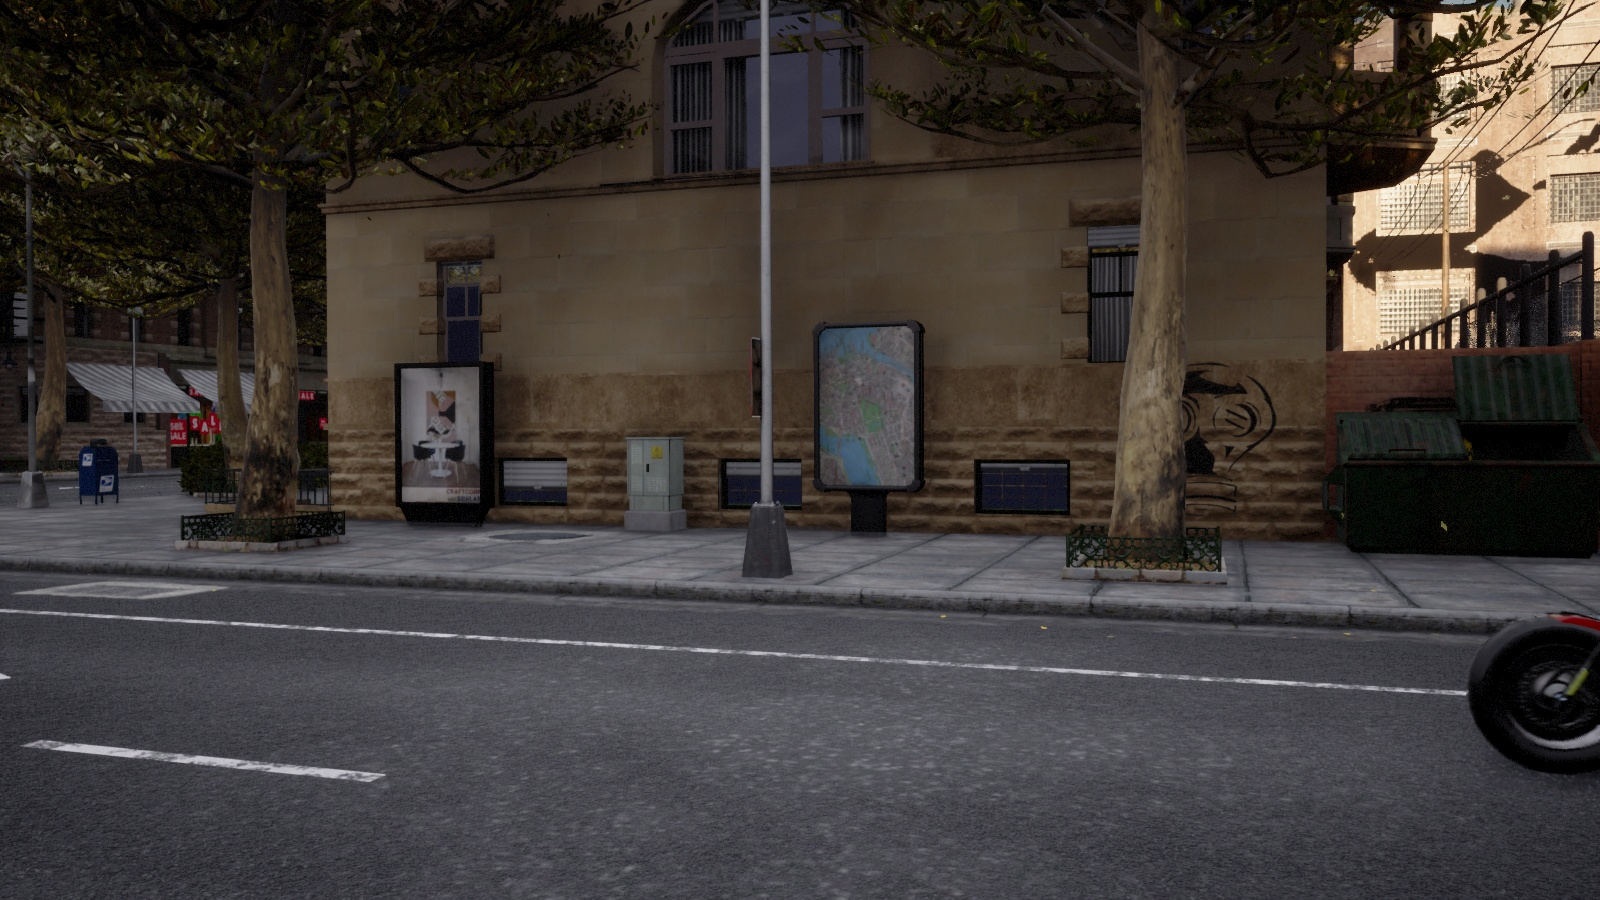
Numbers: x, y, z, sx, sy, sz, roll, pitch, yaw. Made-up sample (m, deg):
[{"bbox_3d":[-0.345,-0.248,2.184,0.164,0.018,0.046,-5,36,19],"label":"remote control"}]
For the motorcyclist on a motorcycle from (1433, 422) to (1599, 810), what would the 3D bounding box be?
[{"bbox_3d":[4.140,0.705,5.493,2.350,1.649,0.766,0,1,19],"label":"motorcyclist on a motorcycle"}]
